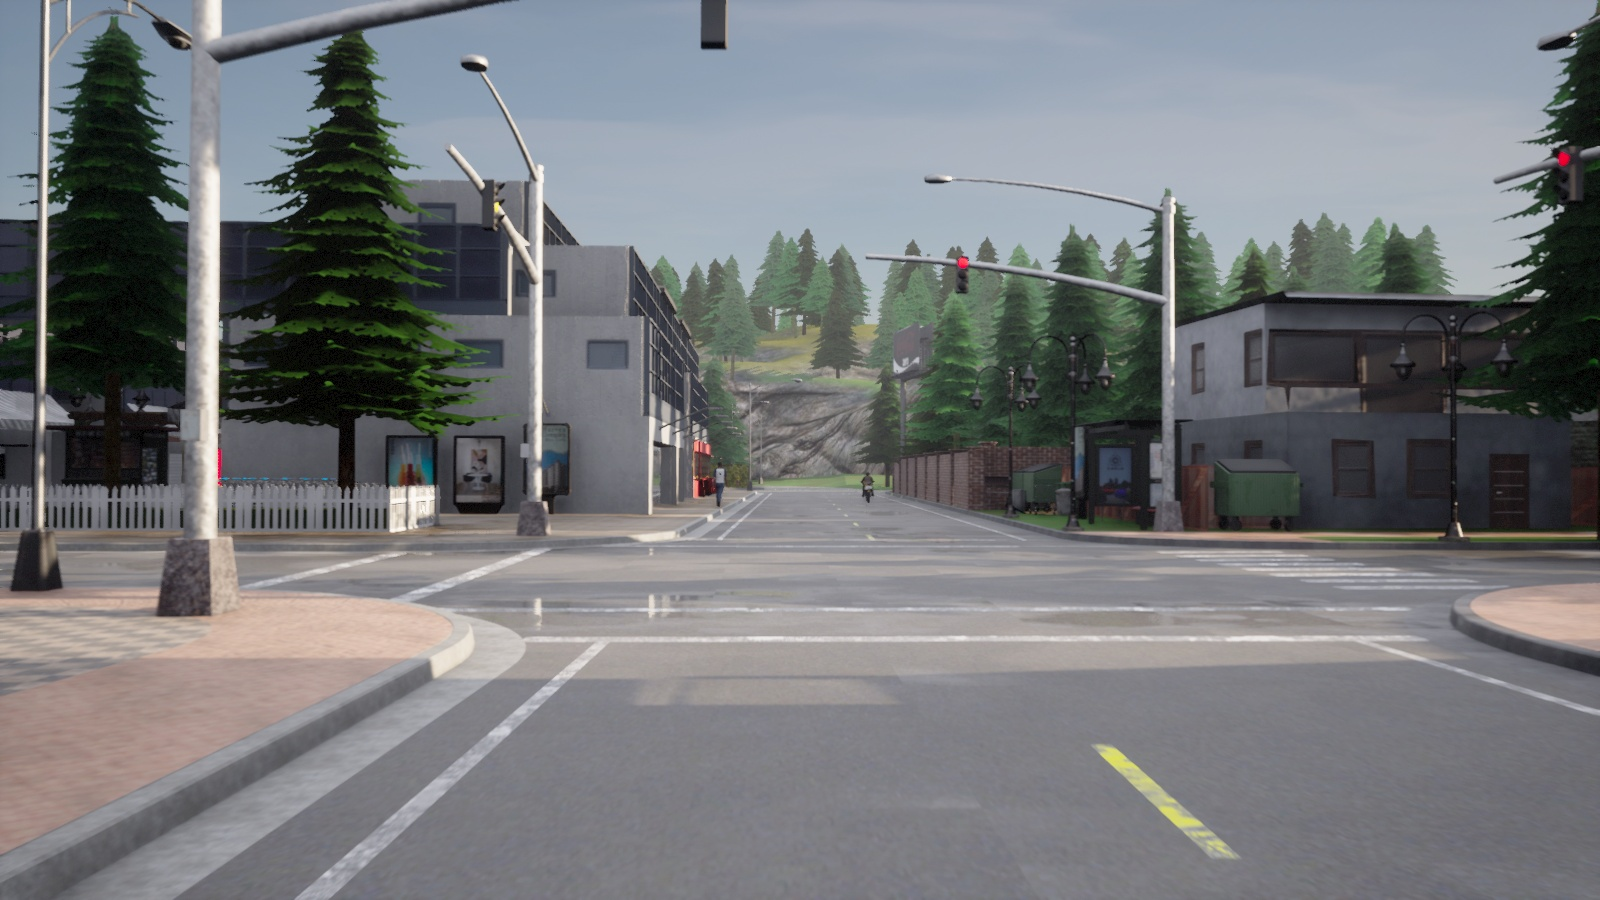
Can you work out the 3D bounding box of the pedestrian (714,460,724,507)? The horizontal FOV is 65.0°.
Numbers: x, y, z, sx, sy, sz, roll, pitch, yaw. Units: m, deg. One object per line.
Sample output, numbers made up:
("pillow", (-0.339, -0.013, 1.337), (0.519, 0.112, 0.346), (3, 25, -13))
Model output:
("pedestrian", (-3.216, 1.316, 49.794), (0.354, 1.836, 0.706), (0, -1, -3))
